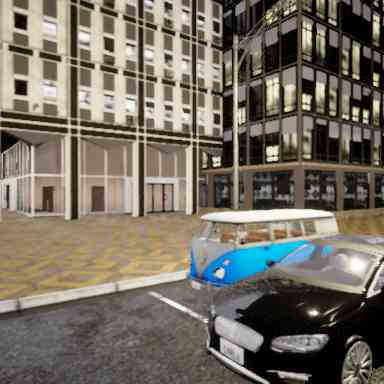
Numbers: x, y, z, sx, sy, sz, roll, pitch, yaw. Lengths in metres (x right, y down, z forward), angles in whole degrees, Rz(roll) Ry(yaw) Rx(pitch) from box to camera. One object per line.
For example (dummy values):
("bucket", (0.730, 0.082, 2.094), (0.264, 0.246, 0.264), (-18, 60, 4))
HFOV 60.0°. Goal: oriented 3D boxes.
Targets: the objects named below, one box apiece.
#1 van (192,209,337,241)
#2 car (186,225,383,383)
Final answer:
("van", (1.790, 1.332, 7.835), (3.998, 1.788, 1.690), (0, 0, -35))
("car", (2.423, 1.485, 5.101), (4.902, 1.511, 2.128), (0, 0, -36))
